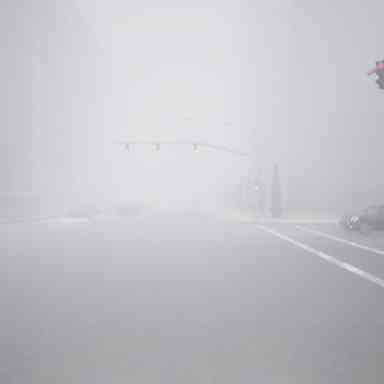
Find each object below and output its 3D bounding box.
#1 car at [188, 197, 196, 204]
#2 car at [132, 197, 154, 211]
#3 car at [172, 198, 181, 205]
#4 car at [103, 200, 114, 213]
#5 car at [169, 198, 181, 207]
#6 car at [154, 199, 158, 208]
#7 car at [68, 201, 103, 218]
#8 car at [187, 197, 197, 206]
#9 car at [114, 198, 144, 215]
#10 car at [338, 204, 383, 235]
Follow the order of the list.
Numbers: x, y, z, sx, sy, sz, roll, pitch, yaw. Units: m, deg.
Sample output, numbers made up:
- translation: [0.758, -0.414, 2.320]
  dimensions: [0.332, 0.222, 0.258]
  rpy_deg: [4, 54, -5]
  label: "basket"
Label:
- translation: [0.017, 1.921, 74.052]
  dimensions: [1.882, 1.535, 5.008]
  rpy_deg: [0, 0, 0]
  label: "car"
- translation: [-7.059, 1.825, 47.001]
  dimensions: [1.882, 1.535, 5.008]
  rpy_deg: [0, 0, 0]
  label: "car"
- translation: [-3.483, 2.106, 74.905]
  dimensions: [1.994, 1.385, 4.181]
  rpy_deg: [0, 0, 0]
  label: "car"
- translation: [-10.577, 1.800, 41.627]
  dimensions: [2.128, 1.511, 4.902]
  rpy_deg: [0, 0, 0]
  label: "car"
- translation: [-3.386, 2.010, 62.506]
  dimensions: [2.033, 1.411, 5.357]
  rpy_deg: [0, 0, 0]
  label: "car"
- translation: [-7.031, 1.974, 57.662]
  dimensions: [2.033, 1.411, 5.357]
  rpy_deg: [0, 0, 1]
  label: "car"
- translation: [-10.591, 1.807, 32.757]
  dimensions: [1.994, 1.385, 4.181]
  rpy_deg: [0, 0, 1]
  label: "car"
- translation: [0.015, 1.956, 64.655]
  dimensions: [1.882, 1.535, 5.008]
  rpy_deg: [0, 0, 0]
  label: "car"
- translation: [-7.067, 1.757, 37.735]
  dimensions: [1.882, 1.535, 5.008]
  rpy_deg: [0, 0, 0]
  label: "car"
- translation: [10.969, 1.496, 19.304]
  dimensions: [4.553, 1.767, 2.097]
  rpy_deg: [0, 0, 2]
  label: "car"
